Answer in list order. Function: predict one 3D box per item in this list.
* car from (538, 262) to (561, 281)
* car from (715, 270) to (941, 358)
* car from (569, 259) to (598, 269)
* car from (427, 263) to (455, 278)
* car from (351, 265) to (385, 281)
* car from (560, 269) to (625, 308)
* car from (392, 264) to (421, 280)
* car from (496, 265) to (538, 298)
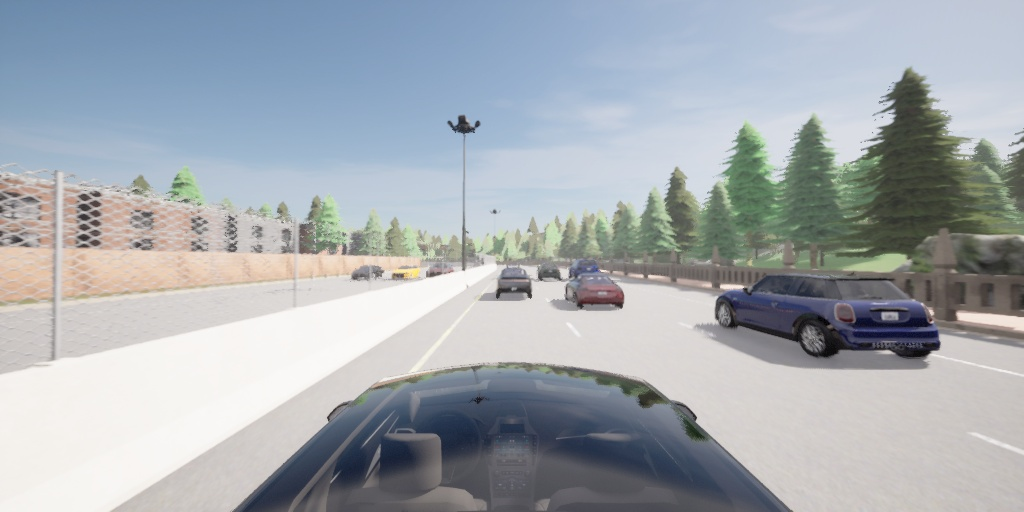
[{"bbox_3d":[3.606,1.478,35.907,2.097,1.767,4.553,0,-1,0],"label":"car"},{"bbox_3d":[7.102,1.180,8.861,2.097,1.767,4.553,0,-1,0],"label":"car"},{"bbox_3d":[7.105,1.349,35.800,2.150,2.045,5.566,0,0,0],"label":"car"},{"bbox_3d":[-7.088,1.480,36.048,2.097,1.767,4.553,0,-1,0],"label":"car"},{"bbox_3d":[-14.088,1.626,35.450,1.837,1.490,4.892,0,-1,0],"label":"car"},{"bbox_3d":[3.604,1.475,16.273,1.994,1.385,4.181,0,-1,0],"label":"car"},{"bbox_3d":[-10.587,1.607,36.248,1.882,1.535,5.008,0,-1,0],"label":"car"},{"bbox_3d":[0.103,1.445,20.098,2.128,1.511,4.902,0,-1,0],"label":"car"}]
